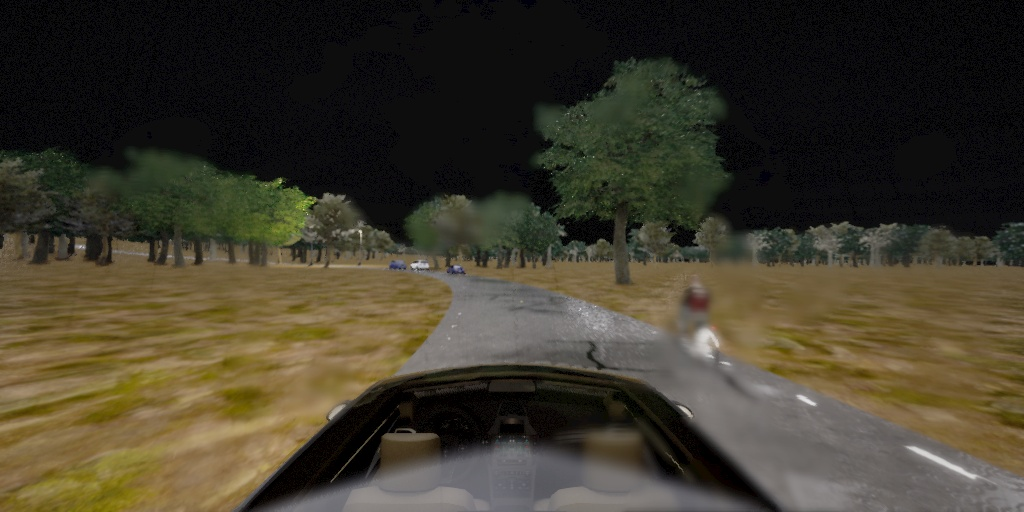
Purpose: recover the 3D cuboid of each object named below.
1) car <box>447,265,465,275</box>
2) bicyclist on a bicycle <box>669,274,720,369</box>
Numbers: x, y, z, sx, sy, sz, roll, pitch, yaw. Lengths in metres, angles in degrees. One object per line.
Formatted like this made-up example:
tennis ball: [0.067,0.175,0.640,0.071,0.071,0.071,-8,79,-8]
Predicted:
car: [-8.313,2.028,53.061,1.812,1.442,4.674,1,-1,-25]
bicyclist on a bicycle: [3.648,1.255,7.316,0.659,1.776,1.843,1,-1,-2]
